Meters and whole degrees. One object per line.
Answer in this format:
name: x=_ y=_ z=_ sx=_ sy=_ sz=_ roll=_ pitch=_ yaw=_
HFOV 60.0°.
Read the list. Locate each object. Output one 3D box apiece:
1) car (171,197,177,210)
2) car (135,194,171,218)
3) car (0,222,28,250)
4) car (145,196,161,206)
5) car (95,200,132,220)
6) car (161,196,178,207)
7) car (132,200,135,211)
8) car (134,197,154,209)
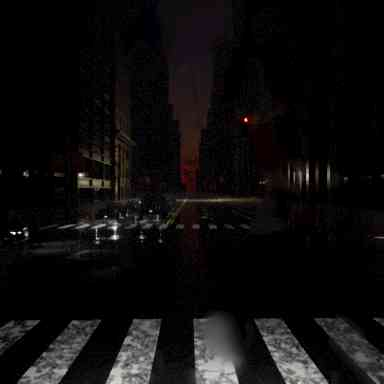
car: x=-3.362 y=1.469 z=40.036 sx=2.128 sy=1.511 sz=4.902 roll=0 pitch=0 yaw=0
car: x=-3.361 y=1.207 z=29.943 sx=2.150 sy=2.045 sz=5.566 roll=0 pitch=0 yaw=0
car: x=-8.969 y=1.513 z=12.692 sx=4.892 sy=1.490 sz=1.837 roll=-1 pitch=1 yaw=-15
car: x=-6.582 y=1.503 z=57.075 sx=2.033 sy=1.411 sz=5.357 roll=0 pitch=0 yaw=0
car: x=-6.629 y=1.588 z=27.896 sx=1.895 sy=1.301 sz=4.718 roll=0 pitch=0 yaw=1
car: x=-3.352 y=1.458 z=50.459 sx=2.128 sy=1.511 sz=4.902 roll=0 pitch=0 yaw=0
car: x=-6.613 y=1.580 z=37.012 sx=1.895 sy=1.301 sz=4.718 roll=0 pitch=0 yaw=0
car: x=-6.610 y=1.462 z=46.420 sx=2.128 sy=1.511 sz=4.902 roll=0 pitch=0 yaw=0
